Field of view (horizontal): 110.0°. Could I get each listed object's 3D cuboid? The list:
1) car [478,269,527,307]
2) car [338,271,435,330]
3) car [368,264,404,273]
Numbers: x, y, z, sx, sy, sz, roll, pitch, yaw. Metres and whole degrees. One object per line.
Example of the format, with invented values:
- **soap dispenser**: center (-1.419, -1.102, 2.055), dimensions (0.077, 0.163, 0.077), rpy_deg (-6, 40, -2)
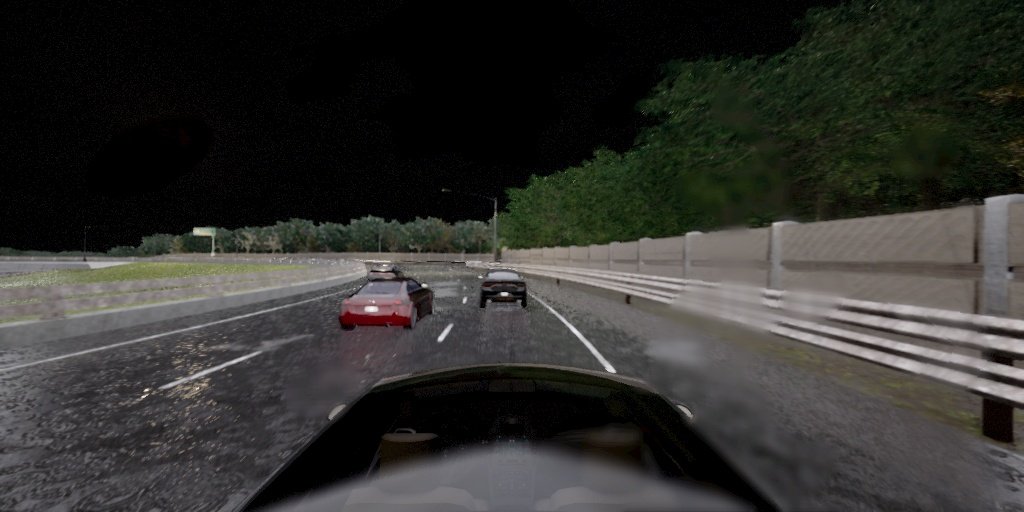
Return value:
- **car**: center (-0.498, 1.316, 16.144), dimensions (1.882, 1.535, 5.008), rpy_deg (1, 0, -5)
- **car**: center (-3.680, 1.345, 11.200), dimensions (1.994, 1.385, 4.181), rpy_deg (1, 0, -2)
- **car**: center (-8.623, 1.319, 24.643), dimensions (2.128, 1.511, 4.902), rpy_deg (1, 0, -10)
